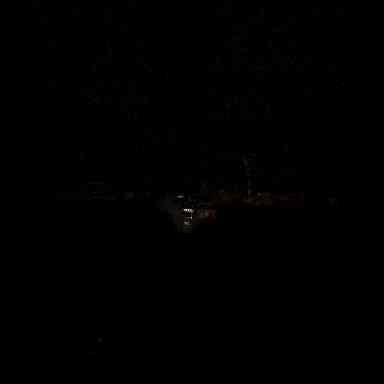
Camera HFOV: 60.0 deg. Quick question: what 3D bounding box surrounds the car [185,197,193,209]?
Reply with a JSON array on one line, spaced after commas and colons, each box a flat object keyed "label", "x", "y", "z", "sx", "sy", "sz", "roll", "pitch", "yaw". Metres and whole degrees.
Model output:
[{"label": "car", "x": 0.025, "y": 1.599, "z": 45.635, "sx": 1.812, "sy": 1.442, "sz": 4.674, "roll": 0, "pitch": 0, "yaw": 0}]

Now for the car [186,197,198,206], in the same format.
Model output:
[{"label": "car", "x": -0.007, "y": 1.663, "z": 59.506, "sx": 1.994, "sy": 1.385, "sz": 4.181, "roll": 0, "pitch": 0, "yaw": 0}]

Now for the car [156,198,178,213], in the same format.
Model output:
[{"label": "car", "x": -2.847, "y": 1.583, "z": 37.470, "sx": 1.812, "sy": 1.442, "sz": 4.674, "roll": 0, "pitch": 0, "yaw": 0}]

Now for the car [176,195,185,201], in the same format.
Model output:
[{"label": "car", "x": -2.760, "y": 1.448, "z": 79.421, "sx": 2.033, "sy": 1.411, "sz": 5.357, "roll": 0, "pitch": 0, "yaw": 0}]

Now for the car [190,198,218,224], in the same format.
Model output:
[{"label": "car", "x": 0.960, "y": 1.490, "z": 24.999, "sx": 1.801, "sy": 1.575, "sz": 5.366, "roll": 0, "pitch": 0, "yaw": 0}]
